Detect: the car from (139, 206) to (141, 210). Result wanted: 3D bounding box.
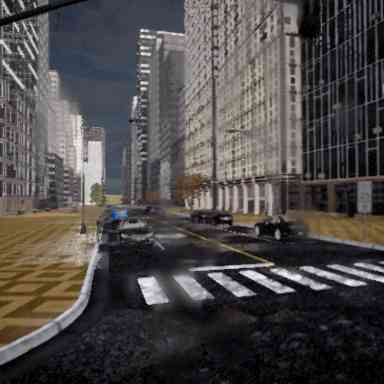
[{"bbox_3d":[-13.809,4.296,93.753,1.801,1.575,5.366,0,-2,-14],"label":"car"}]

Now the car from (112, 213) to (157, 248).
[{"bbox_3d":[-3.000,2.035,17.433,2.008,1.369,4.403,-1,-1,-14],"label":"car"}]

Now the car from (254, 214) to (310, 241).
[{"bbox_3d":[5.129,1.992,19.471,2.008,1.369,4.403,-1,-1,-14],"label":"car"}]

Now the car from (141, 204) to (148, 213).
[{"bbox_3d":[-7.607,3.256,59.697,1.837,1.490,4.892,0,-2,-14],"label":"car"}]

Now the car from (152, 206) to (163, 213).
[{"bbox_3d":[-7.161,3.588,68.558,1.802,1.307,4.206,-1,-1,-14],"label":"car"}]

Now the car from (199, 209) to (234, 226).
[{"bbox_3d":[2.398,2.348,30.379,1.947,1.339,4.313,-1,-1,-14],"label":"car"}]

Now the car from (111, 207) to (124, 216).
[{"bbox_3d":[-12.559,3.246,55.613,2.008,1.369,4.403,-1,-1,-14],"label":"car"}]

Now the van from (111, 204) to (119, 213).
[{"bbox_3d":[-16.662,3.569,71.980,1.690,1.788,3.998,-1,-1,-14],"label":"van"}]

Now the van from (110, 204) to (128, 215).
[{"bbox_3d":[-8.468,2.512,39.257,1.690,1.788,3.998,-1,-1,-14],"label":"van"}]

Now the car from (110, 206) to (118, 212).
[{"bbox_3d":[-19.387,4.130,82.882,1.887,1.381,4.507,-1,-1,-14],"label":"car"}]

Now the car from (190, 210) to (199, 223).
[{"bbox_3d":[1.032,2.520,35.833,1.947,1.339,4.313,-1,-1,-14],"label":"car"}]

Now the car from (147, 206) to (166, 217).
[{"bbox_3d":[-5.109,2.956,49.743,1.812,1.442,4.674,0,-2,-14],"label":"car"}]

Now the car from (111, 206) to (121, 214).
[{"bbox_3d":[-15.291,3.594,66.521,1.887,1.381,4.507,-1,-1,-14],"label":"car"}]

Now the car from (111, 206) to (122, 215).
[{"bbox_3d":[-13.885,3.392,60.903,1.752,1.417,4.829,-1,-1,-14],"label":"car"}]
